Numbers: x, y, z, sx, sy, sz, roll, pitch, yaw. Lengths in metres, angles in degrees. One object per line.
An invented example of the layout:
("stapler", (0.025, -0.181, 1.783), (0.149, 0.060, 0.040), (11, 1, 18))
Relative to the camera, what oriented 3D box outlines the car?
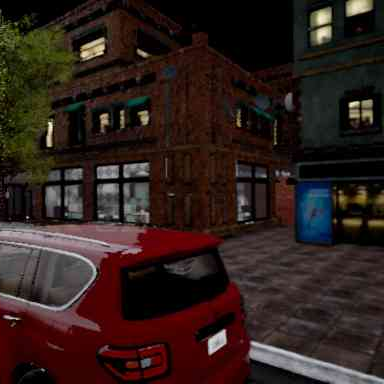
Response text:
("car", (-1.739, 1.307, 4.127), (5.009, 1.841, 2.192), (0, -1, 35))
